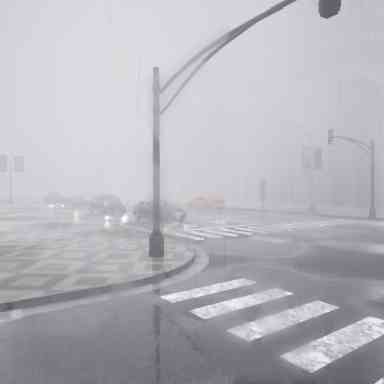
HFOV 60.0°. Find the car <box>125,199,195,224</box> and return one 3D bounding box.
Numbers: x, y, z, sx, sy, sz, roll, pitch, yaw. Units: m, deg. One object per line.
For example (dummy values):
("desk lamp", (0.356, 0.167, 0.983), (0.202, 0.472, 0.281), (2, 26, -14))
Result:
("car", (-2.282, 1.243, 22.339), (2.128, 1.511, 4.902), (0, 1, -36))

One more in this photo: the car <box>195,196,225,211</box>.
("car", (1.304, 1.108, 34.391), (1.882, 1.535, 5.008), (0, 1, -36))

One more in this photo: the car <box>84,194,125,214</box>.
("car", (-7.609, 0.975, 29.743), (2.097, 1.767, 4.553), (0, 1, -36))

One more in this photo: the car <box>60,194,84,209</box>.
("car", (-12.849, 1.094, 37.038), (1.895, 1.301, 4.718), (0, 1, -36))

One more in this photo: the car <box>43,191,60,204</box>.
("car", (-18.830, 0.693, 45.403), (2.097, 1.767, 4.553), (0, 1, -35))
